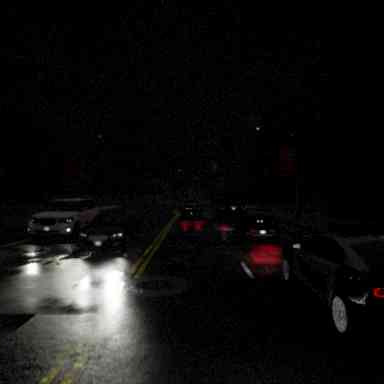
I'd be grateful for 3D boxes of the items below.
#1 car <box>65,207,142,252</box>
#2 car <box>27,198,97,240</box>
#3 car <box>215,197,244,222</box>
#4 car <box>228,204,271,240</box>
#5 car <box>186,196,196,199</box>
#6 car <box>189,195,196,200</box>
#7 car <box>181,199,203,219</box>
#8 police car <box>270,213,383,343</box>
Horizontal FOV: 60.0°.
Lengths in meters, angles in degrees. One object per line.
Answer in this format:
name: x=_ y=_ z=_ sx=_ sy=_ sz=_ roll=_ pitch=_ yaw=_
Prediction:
car: x=-3.345 y=1.575 z=14.267 sx=2.128 sy=1.511 sz=4.902 roll=0 pitch=0 yaw=0
car: x=-6.595 y=1.330 z=17.857 sx=2.150 sy=2.045 sz=5.566 roll=0 pitch=0 yaw=0
car: x=3.257 y=1.415 z=28.731 sx=2.150 sy=2.045 sz=5.566 roll=0 pitch=-1 yaw=0
car: x=3.255 y=1.610 z=17.691 sx=1.837 sy=1.490 sz=4.892 roll=0 pitch=0 yaw=0
car: x=-0.163 y=1.673 z=69.925 sx=1.812 sy=1.442 sz=4.674 roll=0 pitch=0 yaw=1
car: x=0.064 y=1.645 z=94.308 sx=1.994 sy=1.385 sz=4.181 roll=0 pitch=0 yaw=1
car: x=-0.017 y=1.712 z=32.045 sx=2.128 sy=1.511 sz=4.902 roll=0 pitch=-1 yaw=0
police car: x=3.252 y=1.461 z=6.793 sx=1.930 sy=1.638 sz=5.238 roll=0 pitch=0 yaw=0
